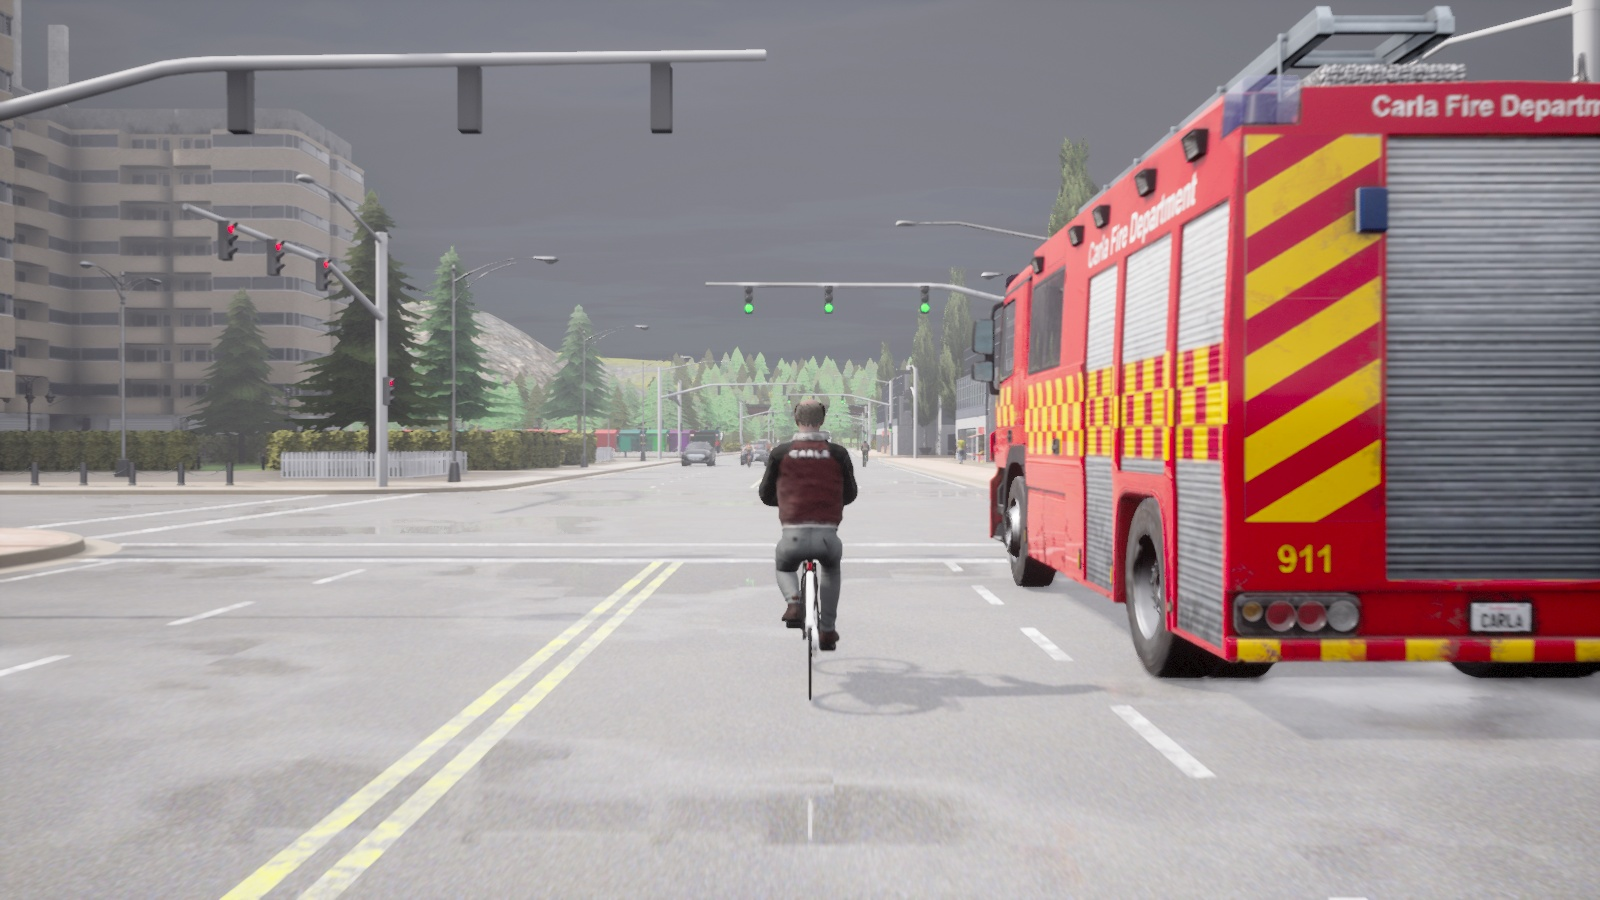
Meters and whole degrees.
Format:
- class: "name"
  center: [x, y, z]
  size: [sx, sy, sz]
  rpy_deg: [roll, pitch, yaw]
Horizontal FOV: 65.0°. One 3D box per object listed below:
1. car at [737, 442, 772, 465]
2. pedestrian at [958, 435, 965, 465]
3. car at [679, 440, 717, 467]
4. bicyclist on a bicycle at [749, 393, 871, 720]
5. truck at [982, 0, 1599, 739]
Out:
- class: "car"
  center: [-3.006, 0.227, 84.005]
  size: [2.128, 1.511, 4.902]
  rpy_deg: [0, 0, 0]
- class: "pedestrian"
  center: [9.897, -0.020, 76.911]
  size: [0.354, 1.836, 0.706]
  rpy_deg: [0, 0, 15]
- class: "car"
  center: [-6.525, 0.217, 80.709]
  size: [2.033, 1.649, 4.856]
  rpy_deg: [0, 0, 0]
- class: "bicyclist on a bicycle"
  center: [0.059, 0.574, 7.750]
  size: [0.659, 1.776, 1.843]
  rpy_deg: [0, 0, 0]
- class: "truck"
  center: [3.577, -0.474, 10.612]
  size: [2.891, 3.827, 8.468]
  rpy_deg: [0, 0, 0]
